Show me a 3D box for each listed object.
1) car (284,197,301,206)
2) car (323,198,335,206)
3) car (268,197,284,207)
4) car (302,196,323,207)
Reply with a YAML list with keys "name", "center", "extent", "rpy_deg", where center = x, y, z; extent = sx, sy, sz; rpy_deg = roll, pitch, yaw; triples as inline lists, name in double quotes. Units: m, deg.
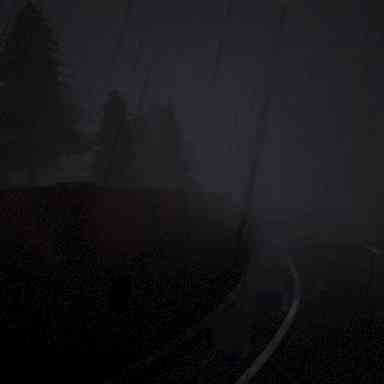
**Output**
- name: "car"
  center: [20.627, 2.190, 68.553]
  extent: [1.837, 1.490, 4.892]
  rpy_deg: [-1, -1, 11]
- name: "car"
  center: [27.533, 1.945, 67.400]
  extent: [2.097, 1.767, 4.553]
  rpy_deg: [-1, -1, 11]
- name: "car"
  center: [16.353, 2.200, 65.093]
  extent: [1.837, 1.490, 4.892]
  rpy_deg: [-1, -1, 11]
- name: "car"
  center: [23.522, 1.834, 65.245]
  extent: [2.150, 2.045, 5.566]
  rpy_deg: [-1, -1, 11]
